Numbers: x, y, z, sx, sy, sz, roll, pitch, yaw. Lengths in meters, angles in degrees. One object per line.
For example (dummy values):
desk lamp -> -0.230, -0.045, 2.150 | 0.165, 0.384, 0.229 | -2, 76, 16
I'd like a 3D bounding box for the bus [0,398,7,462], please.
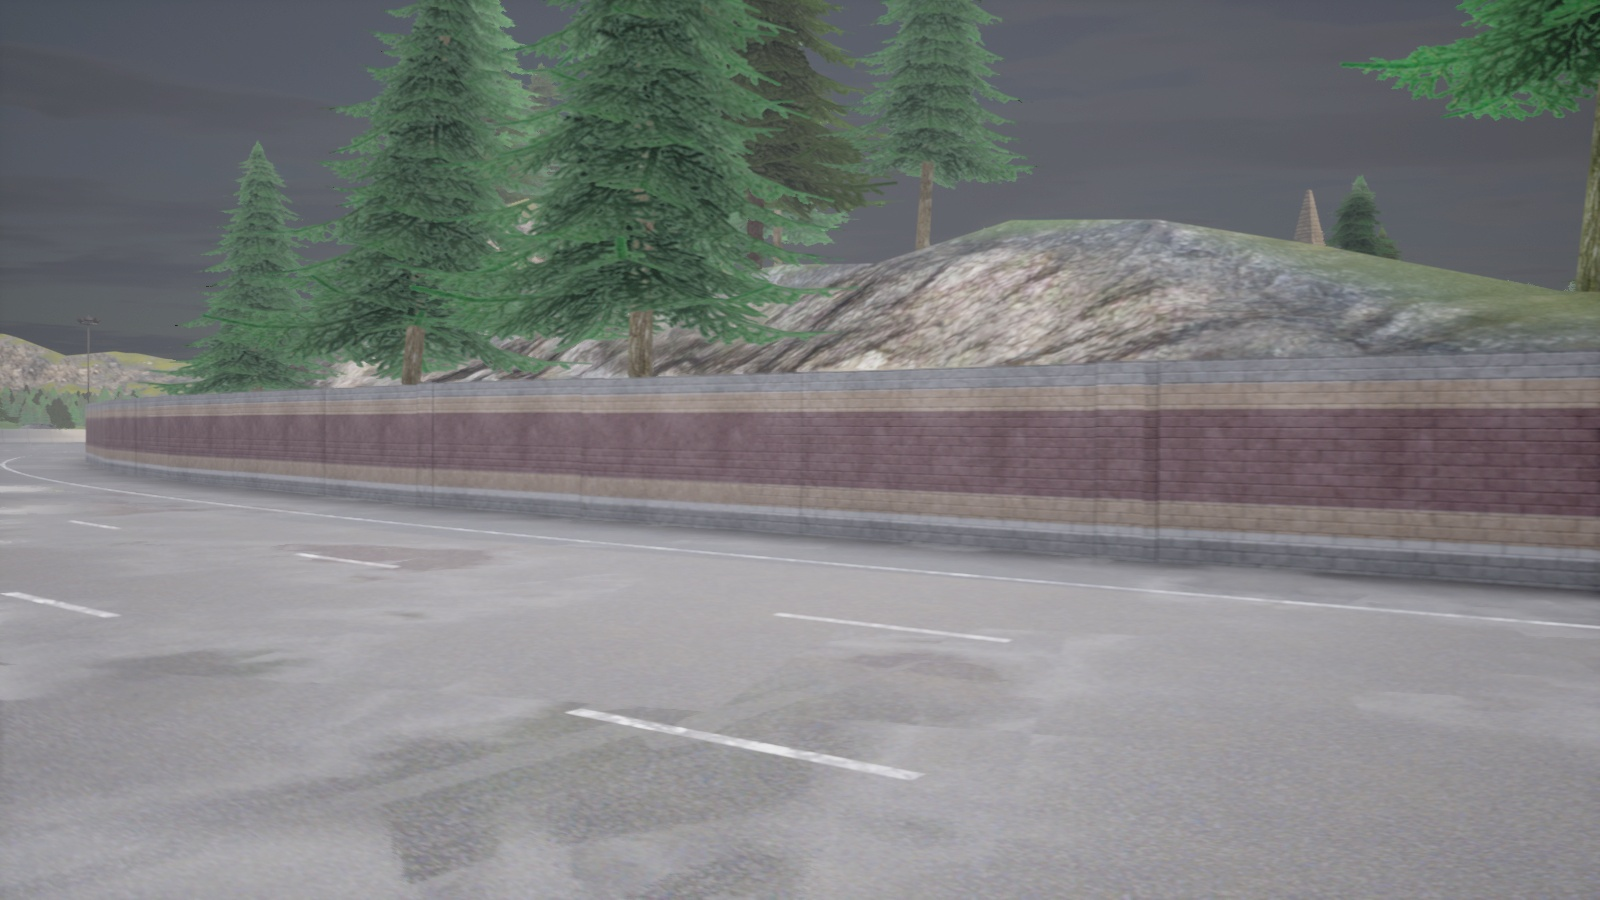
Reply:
bus -> -53.747, -1.231, 78.842 | 3.944, 4.253, 10.273 | -1, 1, -16
